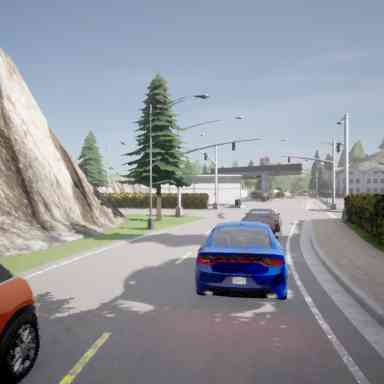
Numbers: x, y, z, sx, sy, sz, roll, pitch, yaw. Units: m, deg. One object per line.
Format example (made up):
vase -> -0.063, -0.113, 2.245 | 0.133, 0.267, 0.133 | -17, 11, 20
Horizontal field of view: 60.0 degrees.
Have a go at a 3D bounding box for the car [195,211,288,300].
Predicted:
car -> 1.304, 1.478, 8.553 | 1.882, 1.535, 5.008 | 0, 0, 10

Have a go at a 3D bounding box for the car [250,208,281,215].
car -> 3.720, 1.564, 17.739 | 1.994, 1.385, 4.181 | 0, 0, 17

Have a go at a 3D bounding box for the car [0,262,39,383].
car -> -3.183, 1.352, 2.452 | 2.097, 1.767, 4.553 | 0, 0, 5
